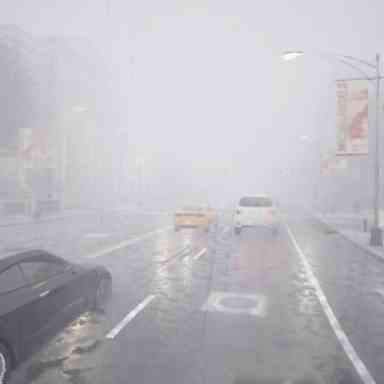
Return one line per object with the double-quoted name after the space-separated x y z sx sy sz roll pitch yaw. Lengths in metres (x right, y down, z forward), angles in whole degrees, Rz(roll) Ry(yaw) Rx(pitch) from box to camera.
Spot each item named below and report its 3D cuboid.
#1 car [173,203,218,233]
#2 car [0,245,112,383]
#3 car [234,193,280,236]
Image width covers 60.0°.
0.348 1.392 19.449 1.882 1.535 5.008 0 0 13 "car"
-2.738 1.487 4.727 1.812 1.442 4.674 0 0 8 "car"
3.636 1.158 18.447 2.150 2.045 5.566 0 0 14 "car"
